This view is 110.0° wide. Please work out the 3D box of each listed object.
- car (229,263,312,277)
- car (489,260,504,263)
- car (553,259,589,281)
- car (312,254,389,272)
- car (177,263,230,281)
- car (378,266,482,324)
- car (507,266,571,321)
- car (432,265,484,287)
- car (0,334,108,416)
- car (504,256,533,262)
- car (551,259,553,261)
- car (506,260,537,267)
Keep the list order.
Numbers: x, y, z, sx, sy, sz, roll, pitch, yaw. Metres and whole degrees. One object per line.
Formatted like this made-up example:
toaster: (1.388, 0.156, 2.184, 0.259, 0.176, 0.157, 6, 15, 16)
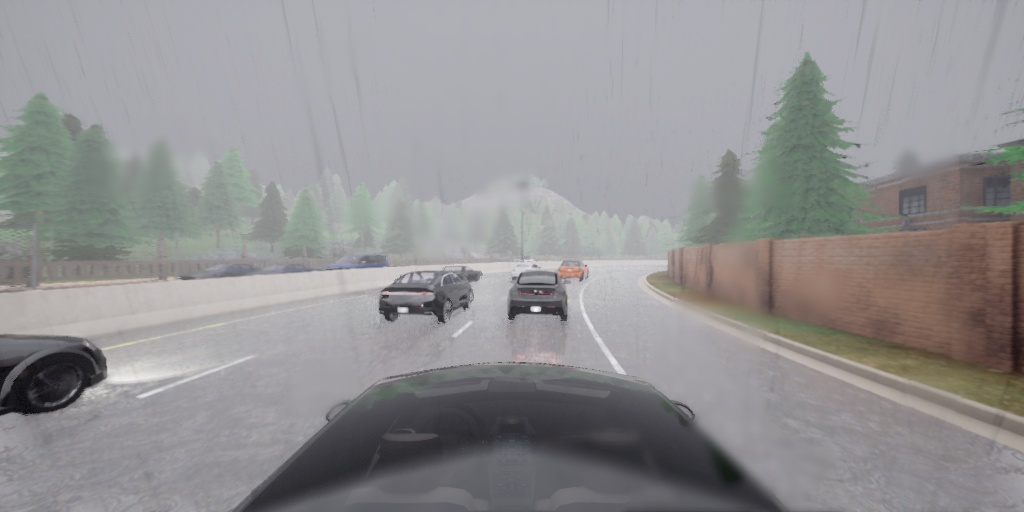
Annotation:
car: (-15.027, 1.213, 23.645, 2.033, 1.411, 5.357, 0, 0, 12)
car: (-2.088, 1.301, 62.348, 1.895, 1.301, 4.718, 0, 0, 34)
car: (5.143, 1.107, 29.920, 2.097, 1.767, 4.553, 0, 0, 18)
car: (-10.980, 0.904, 25.501, 2.150, 2.045, 5.566, 0, 0, 14)
car: (-18.604, 1.196, 23.606, 2.033, 1.411, 5.357, 0, 0, 12)
car: (-2.615, 1.223, 11.923, 2.128, 1.511, 4.902, 0, 0, 7)
car: (0.974, 1.252, 12.553, 1.837, 1.490, 4.892, 0, 0, 7)
car: (-3.663, 1.318, 25.148, 1.895, 1.301, 4.718, 0, 0, 15)
car: (-6.744, 1.282, 3.296, 1.994, 1.385, 4.181, 0, 0, 1)
car: (1.531, 0.942, 61.383, 2.150, 2.045, 5.566, 0, 0, 35)
car: (7.674, 1.223, 63.849, 1.882, 1.535, 5.008, 0, 0, 38)
car: (1.297, 1.263, 29.470, 1.812, 1.442, 4.674, 0, 0, 18)
